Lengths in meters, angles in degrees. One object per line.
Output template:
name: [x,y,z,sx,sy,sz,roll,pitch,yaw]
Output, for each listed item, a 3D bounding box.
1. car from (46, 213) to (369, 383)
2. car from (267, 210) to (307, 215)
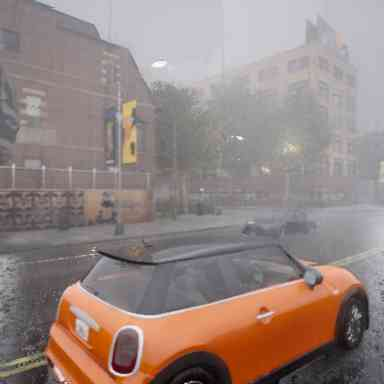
car: [0.561,1.372,4.623,4.553,1.767,2.097,0,0,-39]
car: [4.914,1.677,18.032,5.357,1.411,2.033,0,0,-43]
